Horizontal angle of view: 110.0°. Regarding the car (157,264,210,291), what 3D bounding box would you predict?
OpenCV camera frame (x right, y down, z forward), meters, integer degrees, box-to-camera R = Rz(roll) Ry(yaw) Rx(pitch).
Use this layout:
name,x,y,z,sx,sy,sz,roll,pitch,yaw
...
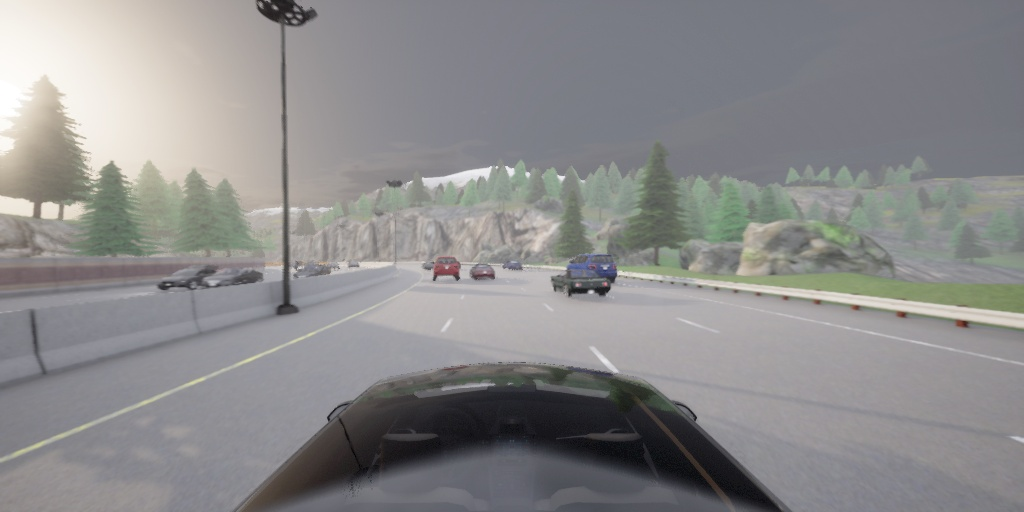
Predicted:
name,x,y,z,sx,sy,sz,roll,pitch,yaw
car,-23.173,1.638,26.095,1.837,1.490,4.892,-1,0,-10

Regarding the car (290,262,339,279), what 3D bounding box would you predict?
name,x,y,z,sx,sy,sz,roll,pitch,yaw
car,-16.920,1.528,30.680,2.128,1.511,4.902,-1,0,-11

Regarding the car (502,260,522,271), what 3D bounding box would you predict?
name,x,y,z,sx,sy,sz,roll,pitch,yaw
car,0.043,1.292,50.508,1.812,1.442,4.674,0,0,-18

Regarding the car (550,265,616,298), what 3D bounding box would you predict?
name,x,y,z,sx,sy,sz,roll,pitch,yaw
car,3.258,1.304,18.112,1.895,1.301,4.718,-1,0,-6

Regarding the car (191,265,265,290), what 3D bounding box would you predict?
name,x,y,z,sx,sy,sz,roll,pitch,yaw
car,-19.505,1.566,25.319,2.128,1.511,4.902,-1,0,-9

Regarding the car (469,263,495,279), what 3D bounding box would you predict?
name,x,y,z,sx,sy,sz,roll,pitch,yaw
car,-2.789,1.368,33.008,1.994,1.385,4.181,-1,0,-12

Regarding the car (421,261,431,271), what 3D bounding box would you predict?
name,x,y,z,sx,sy,sz,roll,pitch,yaw
car,-13.104,1.546,56.579,1.994,1.385,4.181,-1,0,-22

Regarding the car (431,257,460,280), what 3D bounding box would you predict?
name,x,y,z,sx,sy,sz,roll,pitch,yaw
car,-6.049,1.081,32.634,2.150,2.045,5.566,0,0,-13

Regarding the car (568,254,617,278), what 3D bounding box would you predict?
name,x,y,z,sx,sy,sz,roll,pitch,yaw
car,5.673,0.888,26.203,2.150,2.045,5.566,0,0,-10
